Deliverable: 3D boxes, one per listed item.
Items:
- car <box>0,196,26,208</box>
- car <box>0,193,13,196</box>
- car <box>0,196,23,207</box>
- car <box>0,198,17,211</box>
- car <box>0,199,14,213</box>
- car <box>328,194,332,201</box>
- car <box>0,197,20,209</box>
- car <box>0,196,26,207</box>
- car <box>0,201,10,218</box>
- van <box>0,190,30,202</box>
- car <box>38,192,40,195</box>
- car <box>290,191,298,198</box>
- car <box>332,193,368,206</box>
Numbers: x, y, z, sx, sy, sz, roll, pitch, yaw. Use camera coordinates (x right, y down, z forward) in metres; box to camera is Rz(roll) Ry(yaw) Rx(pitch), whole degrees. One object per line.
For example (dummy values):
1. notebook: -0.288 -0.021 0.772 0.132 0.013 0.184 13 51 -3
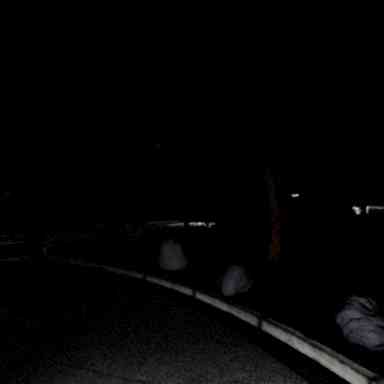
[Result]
1. car: -27.613 1.500 49.500 5.008 1.535 2.097 -1 1 -22
2. car: -25.523 1.480 44.355 4.553 1.767 2.185 -1 1 -22
3. car: -24.519 1.660 41.771 5.008 1.535 2.097 -1 1 -22
4. car: -22.442 1.797 36.626 4.792 1.488 2.163 -1 1 -22
5. car: -21.614 1.821 33.969 5.366 1.575 1.946 -1 1 -22
6. car: 21.590 0.613 47.348 2.128 1.511 4.902 -1 1 -19
7. car: -23.502 1.715 39.189 4.892 1.521 2.231 -1 1 -22
8. car: -28.640 1.487 52.081 4.674 1.452 2.002 -1 1 -22
9. car: -20.385 1.906 31.471 4.792 1.488 2.163 -1 1 -22
10. van: -29.557 1.167 54.696 4.442 1.987 1.878 -1 1 -22
11. car: -38.944 0.672 77.841 5.566 2.045 2.435 -1 1 -22
12. car: 16.755 0.490 59.564 1.895 1.301 4.718 -1 1 -22
13. car: 19.353 0.808 40.273 2.128 1.511 4.902 -1 2 1
